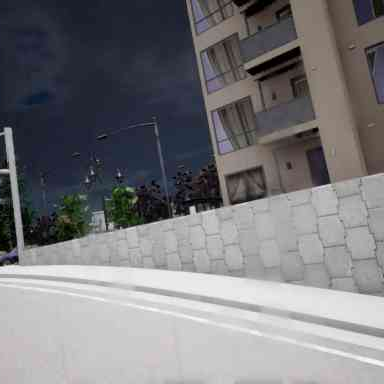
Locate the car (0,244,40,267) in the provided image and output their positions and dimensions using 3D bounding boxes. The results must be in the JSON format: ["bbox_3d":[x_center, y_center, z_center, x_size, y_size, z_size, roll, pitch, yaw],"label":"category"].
[{"bbox_3d":[-15.507,5.654,29.607,2.097,1.767,4.553,-15,-9,35],"label":"car"}]
